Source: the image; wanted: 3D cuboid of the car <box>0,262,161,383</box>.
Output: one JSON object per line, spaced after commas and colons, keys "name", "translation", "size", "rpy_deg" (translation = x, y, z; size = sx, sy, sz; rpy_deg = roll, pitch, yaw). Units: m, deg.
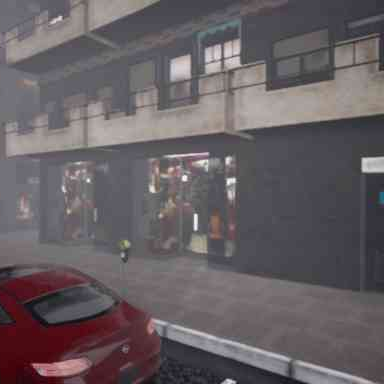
{"name": "car", "translation": [-2.285, 1.613, 4.339], "size": [4.206, 1.307, 1.802], "rpy_deg": [-1, 0, 35]}
